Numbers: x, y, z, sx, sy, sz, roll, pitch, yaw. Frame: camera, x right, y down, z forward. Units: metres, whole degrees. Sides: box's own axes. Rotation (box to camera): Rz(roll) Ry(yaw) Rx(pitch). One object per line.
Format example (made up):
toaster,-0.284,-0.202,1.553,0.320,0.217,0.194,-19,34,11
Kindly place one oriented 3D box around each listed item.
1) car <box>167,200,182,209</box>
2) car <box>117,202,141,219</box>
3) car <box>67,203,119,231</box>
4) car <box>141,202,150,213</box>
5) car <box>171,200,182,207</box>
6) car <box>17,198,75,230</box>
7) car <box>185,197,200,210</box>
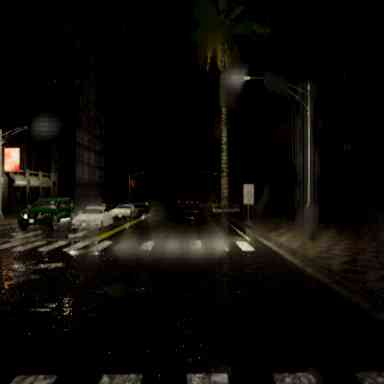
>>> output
car,-3.107,2.147,56.708,1.994,1.385,4.181,0,-1,1
car,-6.571,1.920,32.621,1.895,1.301,4.718,0,-1,0
car,-6.579,1.745,22.596,1.812,1.442,4.674,0,-1,0
car,-6.554,1.975,42.939,2.033,1.411,5.357,0,-1,0
car,-3.097,2.263,66.665,1.994,1.385,4.181,0,-1,0
car,-9.830,1.447,23.142,2.150,2.045,5.566,0,-1,0
car,0.049,1.755,52.428,2.150,2.045,5.566,0,-1,0
